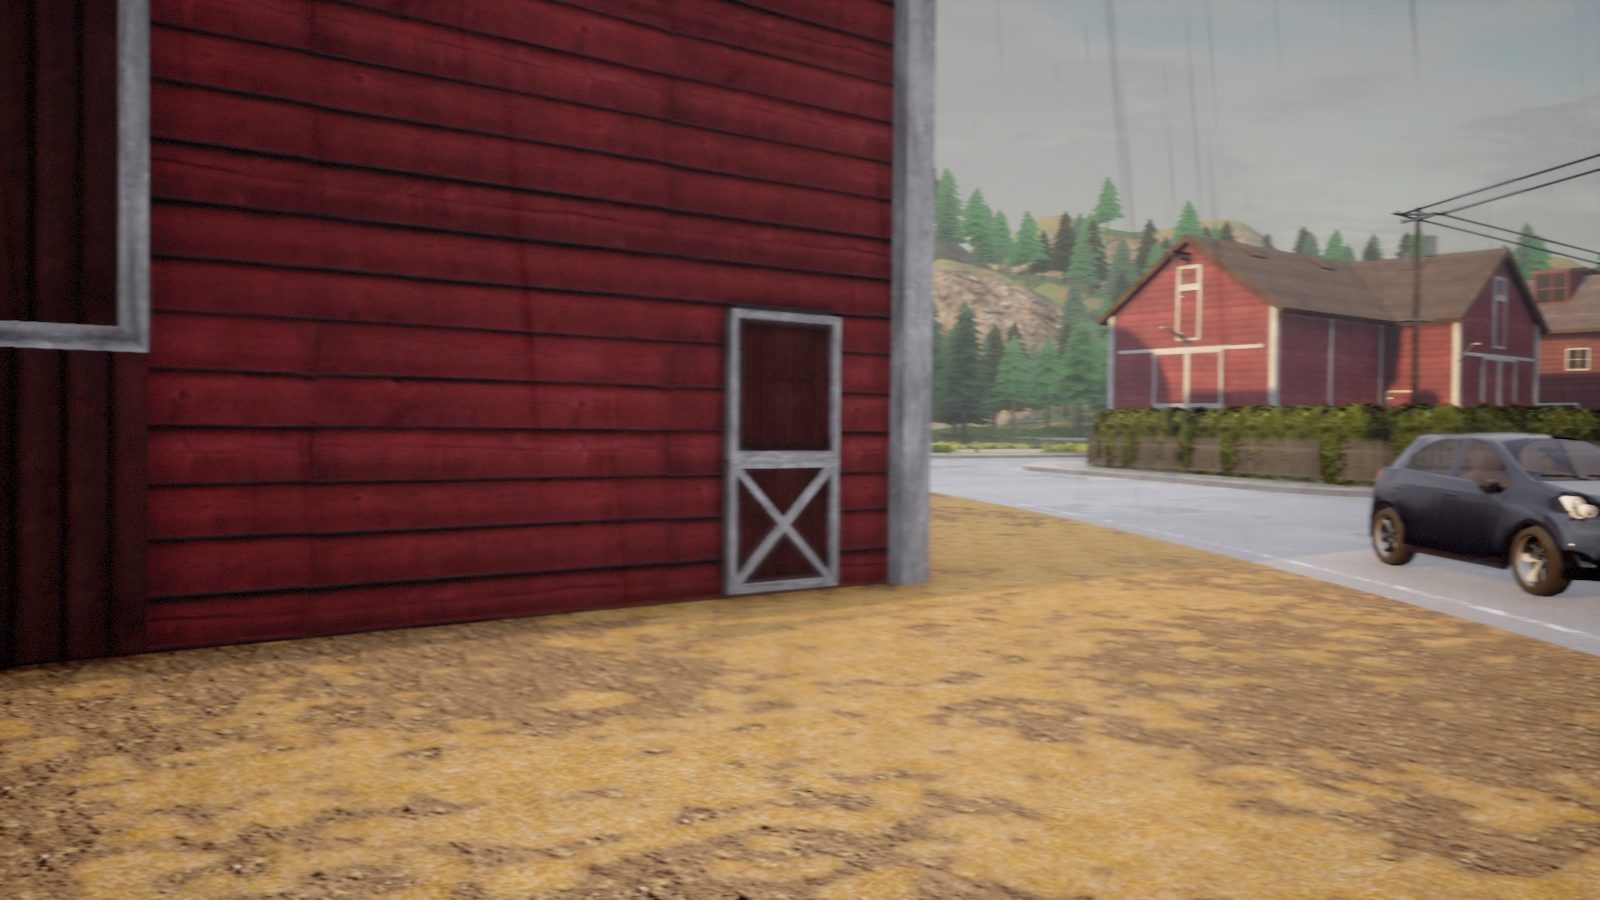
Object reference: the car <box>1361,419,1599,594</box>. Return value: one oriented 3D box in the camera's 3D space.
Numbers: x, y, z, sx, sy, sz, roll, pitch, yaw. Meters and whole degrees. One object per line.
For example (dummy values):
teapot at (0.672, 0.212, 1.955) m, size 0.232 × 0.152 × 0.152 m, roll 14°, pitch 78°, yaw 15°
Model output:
car at (7.555, 0.444, 12.802) m, size 1.845 × 1.501 × 3.633 m, roll -1°, pitch 2°, yaw -4°
